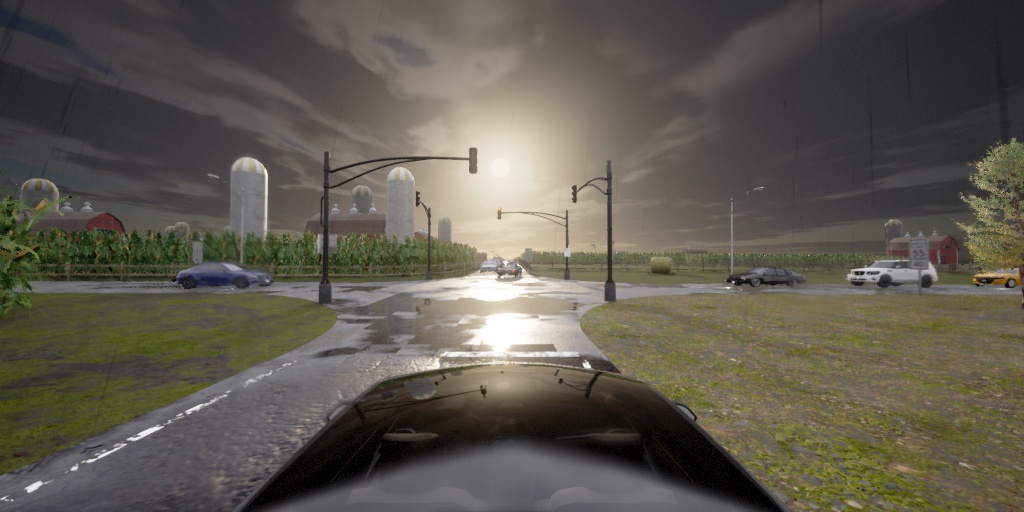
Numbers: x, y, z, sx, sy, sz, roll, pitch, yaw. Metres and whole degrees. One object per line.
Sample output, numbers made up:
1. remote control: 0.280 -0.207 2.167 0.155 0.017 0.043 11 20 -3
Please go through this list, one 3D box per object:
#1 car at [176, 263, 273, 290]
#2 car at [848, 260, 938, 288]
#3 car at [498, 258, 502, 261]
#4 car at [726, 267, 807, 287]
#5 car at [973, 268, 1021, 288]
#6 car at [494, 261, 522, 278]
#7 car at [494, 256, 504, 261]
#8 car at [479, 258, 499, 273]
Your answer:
1. car: -16.020 1.117 20.106 4.674 1.442 1.812 0 -1 0
2. car: 28.653 1.294 27.051 5.566 2.045 2.150 1 -1 -4
3. car: -2.887 1.332 52.562 1.812 1.442 4.674 0 0 0
4. car: 18.668 1.528 26.339 5.357 1.411 2.033 1 -1 -8
5. car: 38.834 1.648 27.808 5.008 1.535 1.882 1 -1 -5
6. car: -0.182 1.382 34.579 1.895 1.301 4.718 0 0 8
7. car: -2.908 1.303 62.582 1.882 1.535 5.008 0 0 0
8. car: -2.830 1.318 43.404 1.812 1.442 4.674 0 0 -1
